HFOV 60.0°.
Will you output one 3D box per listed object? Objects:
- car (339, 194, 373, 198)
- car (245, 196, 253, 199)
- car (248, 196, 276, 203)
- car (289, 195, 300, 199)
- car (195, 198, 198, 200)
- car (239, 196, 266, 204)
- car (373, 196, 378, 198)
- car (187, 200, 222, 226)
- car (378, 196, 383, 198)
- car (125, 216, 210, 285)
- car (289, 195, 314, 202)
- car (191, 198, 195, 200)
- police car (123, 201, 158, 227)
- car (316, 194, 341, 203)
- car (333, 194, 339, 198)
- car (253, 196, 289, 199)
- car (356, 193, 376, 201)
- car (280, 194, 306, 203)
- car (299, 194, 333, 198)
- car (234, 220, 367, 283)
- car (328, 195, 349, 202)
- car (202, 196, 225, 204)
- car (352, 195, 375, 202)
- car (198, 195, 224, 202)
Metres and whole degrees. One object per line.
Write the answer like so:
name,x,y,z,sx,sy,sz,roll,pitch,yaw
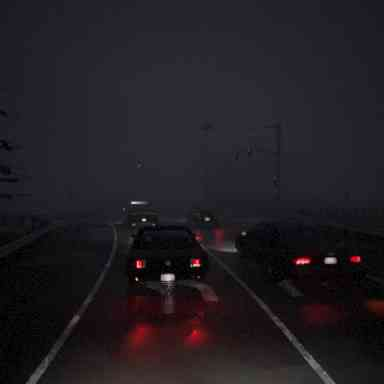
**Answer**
car,30.881,1.414,62.520,5.008,1.535,1.882,0,0,-17
car,12.594,1.483,60.463,4.674,1.442,1.812,0,0,-17
car,14.358,1.491,68.299,5.357,1.411,2.033,0,0,-17
car,21.592,1.493,63.229,5.357,1.411,2.033,0,0,-17
car,3.387,1.320,57.628,4.553,1.767,2.097,0,0,-19
car,11.600,1.482,63.767,4.674,1.442,1.812,0,0,-17
car,40.368,1.462,70.568,5.357,1.411,2.033,0,0,-28
car,0.712,1.516,23.001,1.812,1.442,4.674,0,0,-6
car,40.431,1.464,66.599,5.357,1.411,2.033,0,0,-28
car,-0.799,1.597,9.532,1.895,1.301,4.718,0,0,-7
car,23.372,1.440,71.123,4.892,1.490,1.837,0,0,-17
car,2.041,1.460,60.849,4.902,1.511,2.128,0,0,-17
police car,-3.485,1.422,21.910,1.930,1.638,5.238,0,0,-15
car,28.403,1.291,69.081,4.553,1.767,2.097,0,0,-17
car,30.878,1.474,66.217,5.357,1.411,2.033,0,0,-20
car,13.577,1.462,57.133,4.892,1.490,1.837,0,0,-17
car,41.740,1.241,79.649,4.553,1.767,2.097,0,0,-32
car,20.187,1.301,66.457,4.553,1.767,2.097,0,0,-17
car,22.266,1.472,59.794,4.674,1.442,1.812,0,0,-17
car,2.705,1.539,9.708,2.033,1.411,5.357,0,0,-7
car,32.847,1.481,74.592,4.181,1.385,1.994,0,0,-24
car,4.198,1.528,65.116,4.181,1.385,1.994,0,0,-17
car,37.762,1.449,73.113,4.902,1.511,2.128,0,0,-28
car,3.747,1.534,54.073,4.181,1.385,1.994,0,0,-17
